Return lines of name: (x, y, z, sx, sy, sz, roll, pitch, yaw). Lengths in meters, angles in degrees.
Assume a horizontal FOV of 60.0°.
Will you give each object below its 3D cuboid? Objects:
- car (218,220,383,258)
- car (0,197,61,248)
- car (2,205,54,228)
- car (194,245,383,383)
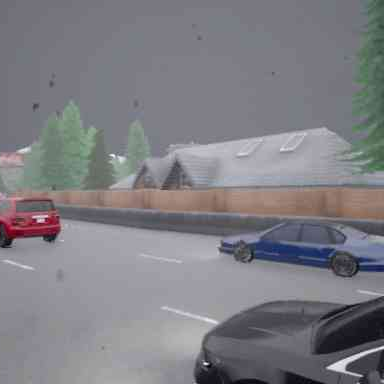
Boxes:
car: (3.458, 1.573, 10.222, 5.357, 1.411, 2.033, 0, 0, 37)
car: (-8.129, 1.246, 15.264, 5.566, 2.045, 2.150, 0, 0, 42)
car: (-11.615, 1.639, 23.386, 4.718, 1.301, 1.895, 0, 0, 45)
car: (2.276, 1.513, 2.452, 4.892, 1.490, 1.837, 0, 0, 35)
